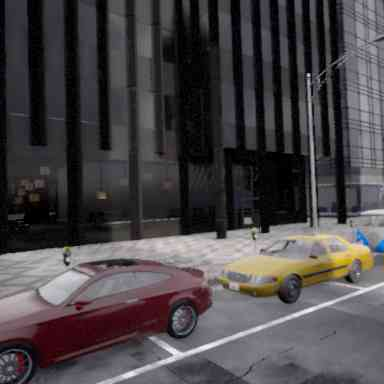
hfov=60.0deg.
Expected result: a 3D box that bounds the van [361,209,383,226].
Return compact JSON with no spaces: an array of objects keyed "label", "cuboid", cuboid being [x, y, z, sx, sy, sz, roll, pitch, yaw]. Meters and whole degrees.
[{"label":"van","cuboid":[7.566,1.483,12.052,3.998,1.788,1.690,-1,-2,-36]}]

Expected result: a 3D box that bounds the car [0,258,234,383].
[{"label":"car","cuboid":[-1.548,1.834,5.515,4.206,1.307,1.802,-1,-2,-36]}]

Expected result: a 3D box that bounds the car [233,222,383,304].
[{"label":"car","cuboid":[2.873,1.724,8.683,4.829,1.417,1.752,-1,-2,-36]}]
